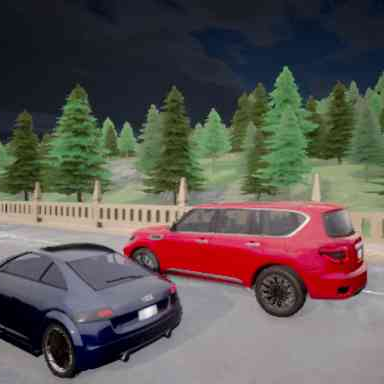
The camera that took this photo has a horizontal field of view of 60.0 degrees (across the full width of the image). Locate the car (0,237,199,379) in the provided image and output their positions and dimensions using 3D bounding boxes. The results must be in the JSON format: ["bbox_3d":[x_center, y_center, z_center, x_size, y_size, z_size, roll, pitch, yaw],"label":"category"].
[{"bbox_3d":[-2.215,1.562,5.568,4.181,1.385,1.994,0,0,35],"label":"car"}]

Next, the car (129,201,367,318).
[{"bbox_3d":[0.887,1.220,7.657,5.566,2.045,2.150,0,0,35],"label":"car"}]
